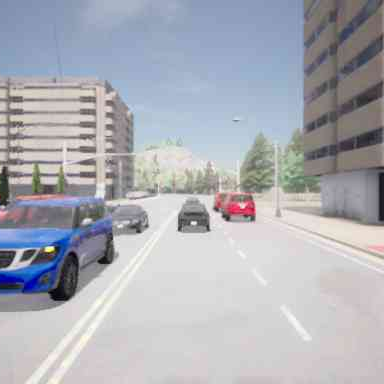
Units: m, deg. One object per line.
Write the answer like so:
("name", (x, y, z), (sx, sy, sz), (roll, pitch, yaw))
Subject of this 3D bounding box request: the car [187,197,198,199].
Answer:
("car", (0.093, 1.316, 39.876), (1.812, 1.442, 4.674), (0, 1, 0))

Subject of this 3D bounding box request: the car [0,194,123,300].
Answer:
("car", (-3.558, 1.182, 8.635), (2.150, 2.045, 5.566), (0, 0, 0))

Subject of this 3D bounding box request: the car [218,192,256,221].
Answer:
("car", (3.506, 1.101, 25.701), (2.150, 2.045, 5.566), (0, 0, 0))

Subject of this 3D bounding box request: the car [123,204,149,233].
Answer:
("car", (-3.548, 1.437, 18.966), (1.812, 1.442, 4.674), (0, 0, 1))

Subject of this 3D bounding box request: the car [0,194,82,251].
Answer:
("car", (-7.069, 1.150, 15.175), (2.150, 2.045, 5.566), (0, 0, 1))

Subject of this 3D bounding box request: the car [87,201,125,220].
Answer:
("car", (-7.019, 1.471, 27.752), (1.895, 1.301, 4.718), (0, 0, 1))

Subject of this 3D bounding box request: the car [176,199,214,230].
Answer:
("car", (0.105, 1.409, 20.219), (1.837, 1.490, 4.892), (0, 0, 0))

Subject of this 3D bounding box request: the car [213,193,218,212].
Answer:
("car", (3.508, 1.053, 35.955), (2.150, 2.045, 5.566), (0, 0, 0))
